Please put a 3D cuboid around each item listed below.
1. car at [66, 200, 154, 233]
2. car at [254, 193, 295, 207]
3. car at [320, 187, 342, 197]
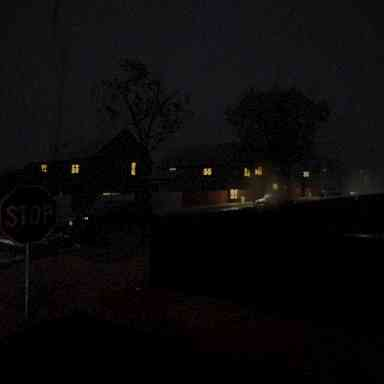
[{"bbox_3d":[-4.219,1.185,17.807,2.128,1.511,4.902,1,2,41],"label":"car"},{"bbox_3d":[8.065,0.827,32.130,2.033,1.411,5.357,1,2,41],"label":"car"},{"bbox_3d":[18.575,0.101,44.229,1.837,1.490,4.892,1,2,41],"label":"car"}]
